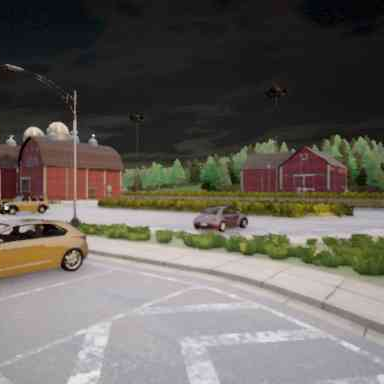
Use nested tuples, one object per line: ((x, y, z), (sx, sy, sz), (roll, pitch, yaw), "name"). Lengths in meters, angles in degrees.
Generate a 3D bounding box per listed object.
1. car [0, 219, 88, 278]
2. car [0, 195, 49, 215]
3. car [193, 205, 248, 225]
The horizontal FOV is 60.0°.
((-4.821, 1.487, 8.635), (1.816, 1.474, 4.193), (0, 0, 36), "car")
((-16.547, 1.242, 32.797), (1.932, 1.855, 4.605), (0, 0, 36), "car")
((1.762, 1.503, 19.753), (1.784, 1.438, 3.905), (0, 0, 36), "car")
